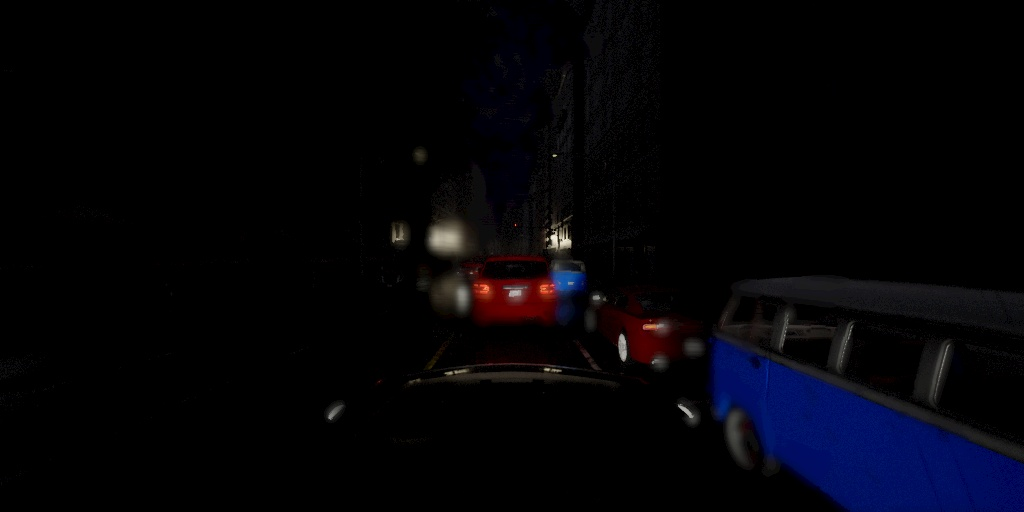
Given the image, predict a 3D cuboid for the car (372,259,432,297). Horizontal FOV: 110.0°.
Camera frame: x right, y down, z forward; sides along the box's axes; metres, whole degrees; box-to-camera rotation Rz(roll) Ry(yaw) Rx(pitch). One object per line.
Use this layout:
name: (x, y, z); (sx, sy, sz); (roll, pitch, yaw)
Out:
car: (-5.649, 1.060, 19.131); (2.192, 1.841, 5.009); (0, 0, 0)

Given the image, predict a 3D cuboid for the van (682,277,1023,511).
van: (2.856, 1.091, 2.179); (1.690, 1.789, 3.998); (0, 0, 0)

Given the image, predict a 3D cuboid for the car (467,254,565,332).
car: (0.111, 0.970, 11.061); (2.150, 2.045, 5.566); (0, 0, 0)

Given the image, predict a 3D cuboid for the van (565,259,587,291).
van: (2.876, 1.086, 19.161); (1.690, 1.789, 3.998); (0, 0, 0)

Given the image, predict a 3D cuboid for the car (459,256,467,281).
car: (-2.968, 0.955, 29.565); (2.150, 2.045, 5.566); (0, 0, 0)

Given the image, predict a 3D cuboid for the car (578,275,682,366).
car: (2.863, 1.294, 7.840); (1.888, 1.381, 4.507); (0, 0, 0)
